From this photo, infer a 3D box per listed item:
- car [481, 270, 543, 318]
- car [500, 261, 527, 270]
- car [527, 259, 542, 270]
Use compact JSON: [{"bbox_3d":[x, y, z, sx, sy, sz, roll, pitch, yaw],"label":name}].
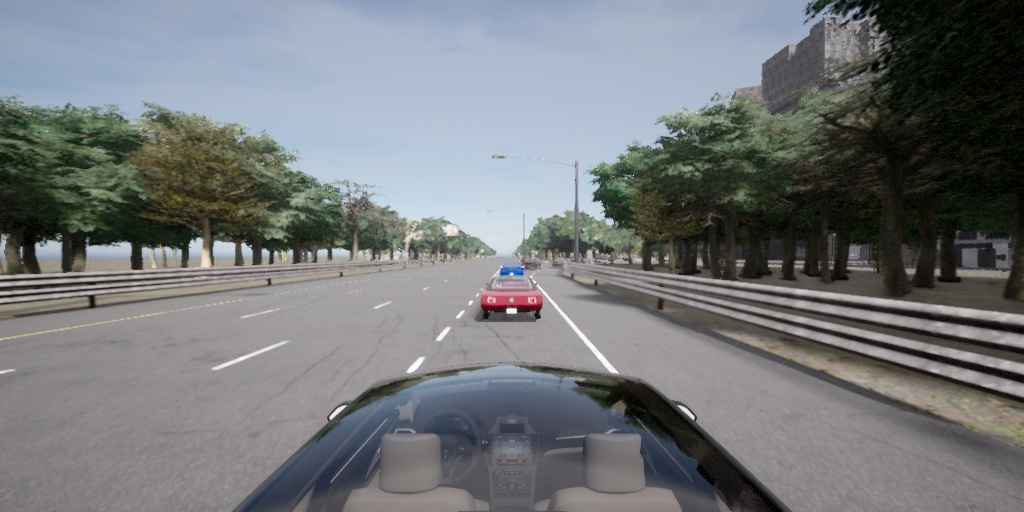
[{"bbox_3d":[-0.006,1.344,12.876,1.895,1.301,4.718,0,0,0],"label":"car"},{"bbox_3d":[0.046,1.225,29.691,1.882,1.535,5.008,0,0,1],"label":"car"},{"bbox_3d":[3.066,1.231,51.532,1.837,1.490,4.892,-1,0,15],"label":"car"}]
